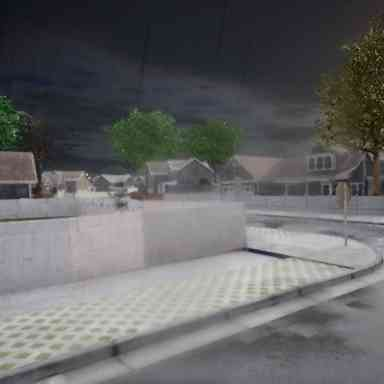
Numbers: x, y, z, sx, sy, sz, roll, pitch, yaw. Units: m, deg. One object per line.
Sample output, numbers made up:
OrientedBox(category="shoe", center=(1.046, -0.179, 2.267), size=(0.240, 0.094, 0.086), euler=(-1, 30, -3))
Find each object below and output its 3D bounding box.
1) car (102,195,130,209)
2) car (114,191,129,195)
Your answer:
OrientedBox(category="car", center=(-8.362, 1.277, 37.000), size=(1.895, 1.301, 4.718), euler=(-1, 1, -33))
OrientedBox(category="car", center=(-19.848, 0.631, 91.234), size=(2.097, 1.767, 4.553), euler=(-1, 1, 7))
